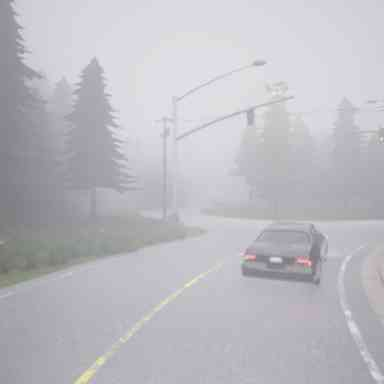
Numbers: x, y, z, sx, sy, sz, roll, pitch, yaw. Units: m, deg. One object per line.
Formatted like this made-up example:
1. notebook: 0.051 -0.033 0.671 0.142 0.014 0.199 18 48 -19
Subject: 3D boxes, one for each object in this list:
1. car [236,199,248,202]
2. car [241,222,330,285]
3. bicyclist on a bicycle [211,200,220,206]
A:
1. car: 9.776 1.953 64.496 1.994 1.385 4.181 0 0 37
2. car: 2.949 1.609 9.870 2.033 1.411 5.357 0 0 24
3. bicyclist on a bicycle: 2.632 1.682 37.765 1.656 1.620 0.582 0 0 -10
